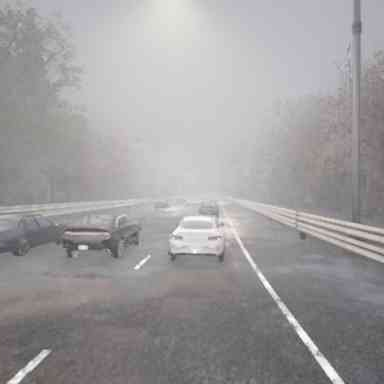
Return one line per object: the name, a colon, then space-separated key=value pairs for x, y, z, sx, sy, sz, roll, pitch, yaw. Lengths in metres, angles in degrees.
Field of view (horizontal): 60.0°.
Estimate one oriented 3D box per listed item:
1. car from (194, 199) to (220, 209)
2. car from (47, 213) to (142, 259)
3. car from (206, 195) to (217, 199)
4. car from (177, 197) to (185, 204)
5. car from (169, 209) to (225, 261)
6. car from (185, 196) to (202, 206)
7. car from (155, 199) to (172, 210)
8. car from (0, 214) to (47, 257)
car: x=1.614 y=1.680 z=31.614 sx=2.128 sy=1.511 sz=4.902 roll=0 pitch=0 yaw=4
car: x=-3.233 y=1.541 z=12.842 sx=2.128 sy=1.511 sz=4.902 roll=0 pitch=0 yaw=4
car: x=4.740 y=1.958 z=75.496 sx=2.033 sy=1.411 sz=5.357 roll=0 pitch=0 yaw=4
car: x=-2.241 y=1.891 z=76.002 sx=2.128 sy=1.511 sz=4.902 roll=0 pitch=0 yaw=4
car: x=0.259 y=1.600 z=12.588 sx=1.812 sy=1.442 sz=4.674 roll=0 pitch=0 yaw=4
car: x=0.253 y=1.923 z=61.764 sx=1.895 sy=1.301 sz=4.718 roll=0 pitch=0 yaw=4
car: x=-4.232 y=1.750 z=48.064 sx=1.812 sy=1.442 sz=4.674 roll=0 pitch=0 yaw=4
car: x=-6.721 y=1.570 z=13.083 sx=2.033 sy=1.411 sz=5.357 roll=0 pitch=0 yaw=4
